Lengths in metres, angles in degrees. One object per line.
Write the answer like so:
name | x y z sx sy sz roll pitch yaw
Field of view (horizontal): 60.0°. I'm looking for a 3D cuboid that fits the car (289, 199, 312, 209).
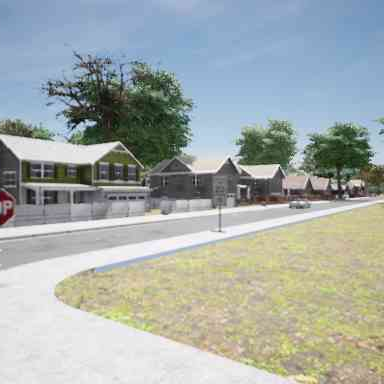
car | 15.010 1.613 46.154 1.895 1.301 4.718 0 0 35
